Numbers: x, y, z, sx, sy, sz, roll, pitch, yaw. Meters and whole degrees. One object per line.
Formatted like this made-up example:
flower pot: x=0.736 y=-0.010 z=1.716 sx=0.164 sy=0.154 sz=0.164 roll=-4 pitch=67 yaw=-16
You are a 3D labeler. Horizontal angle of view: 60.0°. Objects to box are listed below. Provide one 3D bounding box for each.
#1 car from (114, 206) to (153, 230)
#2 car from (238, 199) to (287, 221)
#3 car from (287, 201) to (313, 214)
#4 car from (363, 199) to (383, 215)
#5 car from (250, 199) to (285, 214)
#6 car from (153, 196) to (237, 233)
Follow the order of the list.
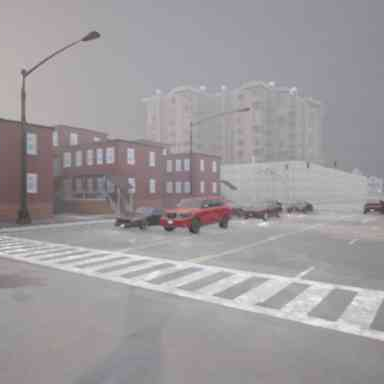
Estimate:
car: x=-2.698 y=1.667 z=22.422 sx=2.033 sy=1.411 sz=5.357 roll=-1 pitch=0 yaw=35
car: x=6.172 y=1.569 z=28.819 sx=1.882 sy=1.535 sz=5.008 roll=-1 pitch=0 yaw=35
car: x=12.017 y=1.655 z=36.975 sx=1.994 sy=1.385 sz=4.181 roll=-1 pitch=0 yaw=35
car: x=18.996 y=1.540 z=34.430 sx=1.837 sy=1.490 sz=4.892 roll=-1 pitch=0 yaw=36
car: x=8.795 y=1.611 z=38.486 sx=2.128 sy=1.511 sz=4.902 roll=-1 pitch=0 yaw=36
car: x=0.382 y=1.313 z=20.715 sx=2.150 sy=2.045 sz=5.566 roll=-1 pitch=0 yaw=35
